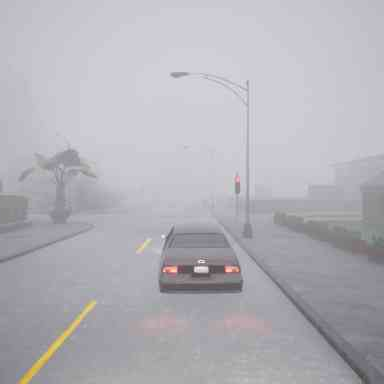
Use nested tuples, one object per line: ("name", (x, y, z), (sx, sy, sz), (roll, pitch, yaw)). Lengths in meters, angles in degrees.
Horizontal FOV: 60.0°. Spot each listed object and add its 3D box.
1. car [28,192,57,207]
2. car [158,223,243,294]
("car", (-19.770, 0.986, 43.858), (1.905, 1.878, 3.866), (0, 0, 35))
("car", (0.111, 1.547, 8.948), (2.033, 1.411, 5.357), (0, 0, -2))
